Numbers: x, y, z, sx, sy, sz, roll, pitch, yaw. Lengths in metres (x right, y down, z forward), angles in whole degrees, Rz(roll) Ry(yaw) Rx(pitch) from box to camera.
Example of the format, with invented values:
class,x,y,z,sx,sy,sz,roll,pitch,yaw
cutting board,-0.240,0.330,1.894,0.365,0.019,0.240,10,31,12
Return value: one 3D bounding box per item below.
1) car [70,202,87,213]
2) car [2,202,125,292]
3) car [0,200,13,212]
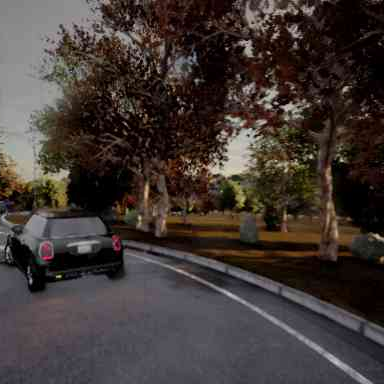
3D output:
class,x,y,z,sx,sy,sz,roll,pitch,yaw
car,-23.309,3.192,68.630,2.150,2.045,5.566,0,-4,-6
car,-3.637,1.274,9.139,2.097,1.767,4.553,-1,1,-36
car,-19.626,1.498,34.697,2.033,1.411,5.357,0,-1,-6
